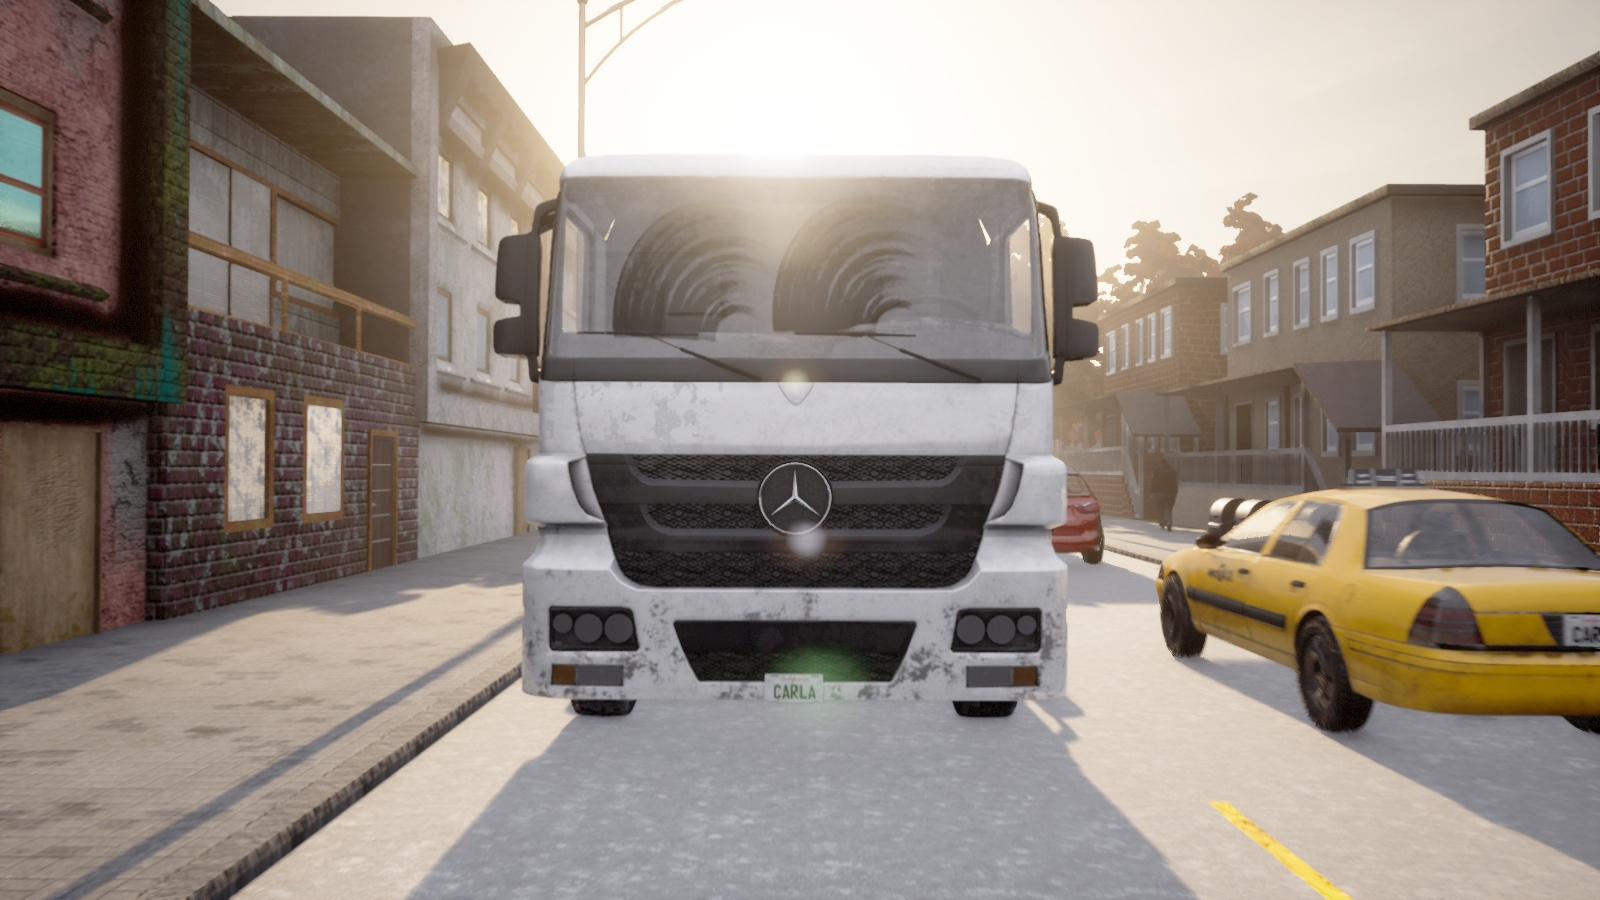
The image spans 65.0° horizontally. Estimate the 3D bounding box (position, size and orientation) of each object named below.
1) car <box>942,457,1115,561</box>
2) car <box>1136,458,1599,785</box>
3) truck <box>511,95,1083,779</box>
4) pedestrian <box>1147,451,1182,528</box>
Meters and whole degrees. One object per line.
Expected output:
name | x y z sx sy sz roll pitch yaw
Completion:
car | 3.944 0.983 22.569 2.242 1.667 4.611 0 -1 0
car | 3.978 0.868 8.769 1.801 1.575 5.366 0 -1 0
truck | -0.029 -0.013 10.345 2.891 3.462 7.936 0 -1 0
pedestrian | 8.779 0.947 30.282 0.634 1.844 0.899 0 -1 6
